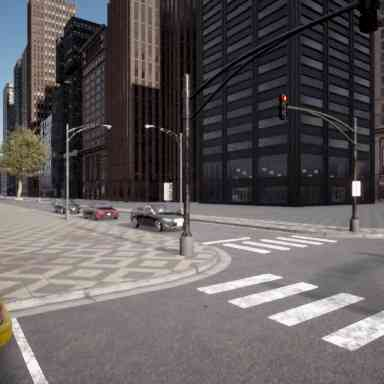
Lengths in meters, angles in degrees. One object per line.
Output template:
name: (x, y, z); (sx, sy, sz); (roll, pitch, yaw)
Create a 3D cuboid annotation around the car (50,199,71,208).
car: (-20.284, 1.729, 51.231); (1.895, 1.301, 4.718); (0, 0, -36)

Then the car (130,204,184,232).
car: (-2.113, 1.534, 20.542); (2.128, 1.511, 4.902); (0, 0, -36)

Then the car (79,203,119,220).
car: (-7.868, 1.630, 28.539); (1.994, 1.385, 4.181); (0, 0, -35)

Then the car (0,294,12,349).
car: (-4.600, 1.525, 3.368); (4.829, 1.417, 1.752); (0, 0, -36)

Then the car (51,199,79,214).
car: (-13.893, 1.597, 36.911); (1.837, 1.490, 4.892); (0, 0, -36)
